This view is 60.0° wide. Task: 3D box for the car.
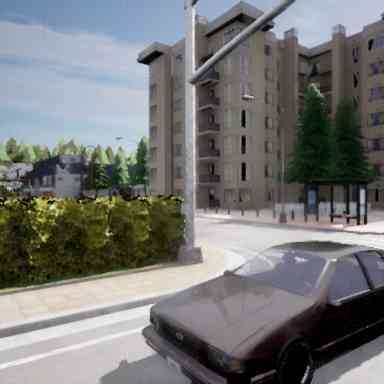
[{"bbox_3d":[1.963,1.539,5.268,5.357,1.411,2.033,0,0,-35],"label":"car"}]
